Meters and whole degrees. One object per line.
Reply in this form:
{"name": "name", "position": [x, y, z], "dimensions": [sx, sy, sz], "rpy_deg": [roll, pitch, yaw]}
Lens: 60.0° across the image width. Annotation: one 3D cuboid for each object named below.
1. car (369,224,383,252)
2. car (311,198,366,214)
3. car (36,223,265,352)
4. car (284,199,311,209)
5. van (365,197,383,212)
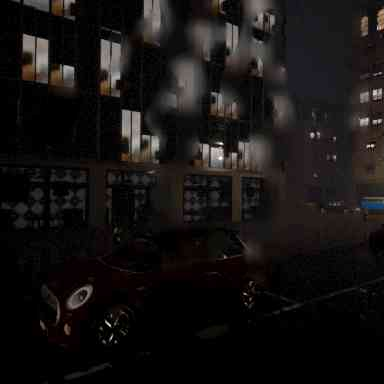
{"name": "car", "position": [8.468, 1.567, 12.588], "dimensions": [4.313, 1.339, 1.947], "rpy_deg": [0, 1, -35]}
{"name": "car", "position": [15.306, 1.620, 34.864], "dimensions": [2.008, 1.369, 4.403], "rpy_deg": [0, -1, -35]}
{"name": "car", "position": [-0.607, 1.441, 6.112], "dimensions": [4.097, 1.590, 1.967], "rpy_deg": [0, 1, -35]}
{"name": "car", "position": [15.762, 1.787, 48.896], "dimensions": [1.752, 1.417, 4.829], "rpy_deg": [0, -1, -35]}
{"name": "van", "position": [22.192, 1.524, 39.643], "dimensions": [1.690, 1.788, 3.998], "rpy_deg": [0, -1, -35]}
